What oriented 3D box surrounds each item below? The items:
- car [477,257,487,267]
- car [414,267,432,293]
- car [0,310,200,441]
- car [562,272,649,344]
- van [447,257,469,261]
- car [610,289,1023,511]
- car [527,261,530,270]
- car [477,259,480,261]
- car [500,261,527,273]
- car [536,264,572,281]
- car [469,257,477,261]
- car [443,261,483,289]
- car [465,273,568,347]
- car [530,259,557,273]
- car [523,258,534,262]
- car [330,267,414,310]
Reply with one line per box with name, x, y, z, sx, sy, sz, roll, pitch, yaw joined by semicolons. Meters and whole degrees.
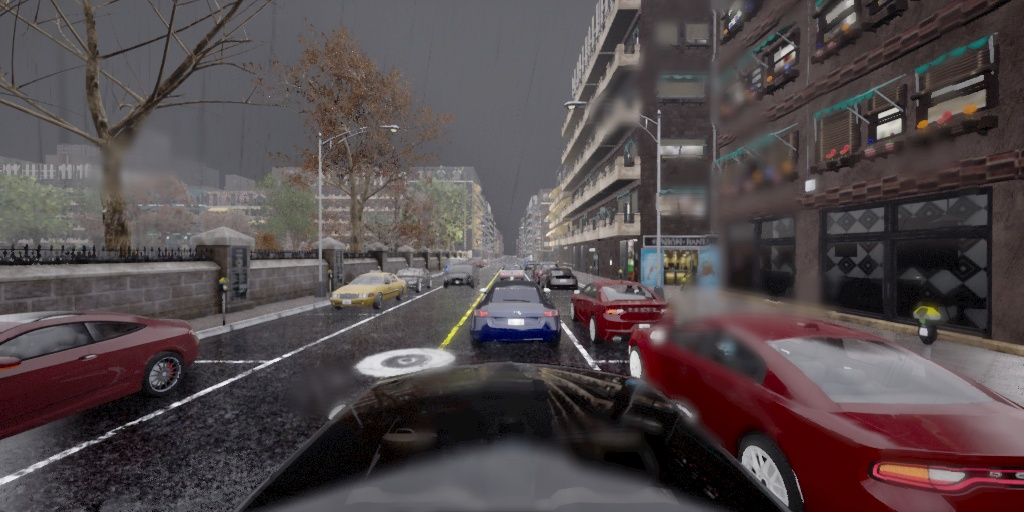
car;-5.823;1.077;59.265;2.192;1.841;5.009;0;0;0
car;-5.733;1.301;20.519;2.007;1.370;4.403;0;0;0
car;-5.694;1.332;3.914;1.802;1.307;4.207;0;0;0
car;2.674;1.295;9.469;1.888;1.381;4.507;0;0;0
van;-5.772;1.095;37.123;1.690;1.789;3.998;0;0;0
car;2.686;1.295;3.934;1.888;1.381;4.507;0;0;0
car;2.622;1.319;31.609;1.948;1.339;4.313;0;0;0
car;-5.797;1.308;48.194;2.007;1.370;4.403;0;0;0
car;0.034;1.354;29.341;1.895;1.301;4.718;0;0;1
car;2.648;1.317;20.539;1.948;1.339;4.313;0;0;0
car;-5.785;1.071;42.659;2.192;1.841;5.009;0;0;0
car;-3.146;1.256;23.032;1.837;1.490;4.892;0;0;0
car;0.082;1.314;9.307;1.994;1.385;4.181;0;0;0
car;2.635;1.192;26.074;1.967;1.591;4.097;0;0;0
car;2.583;1.324;48.214;1.948;1.339;4.313;0;0;0
car;-5.719;1.275;14.814;1.751;1.417;4.829;0;0;0
